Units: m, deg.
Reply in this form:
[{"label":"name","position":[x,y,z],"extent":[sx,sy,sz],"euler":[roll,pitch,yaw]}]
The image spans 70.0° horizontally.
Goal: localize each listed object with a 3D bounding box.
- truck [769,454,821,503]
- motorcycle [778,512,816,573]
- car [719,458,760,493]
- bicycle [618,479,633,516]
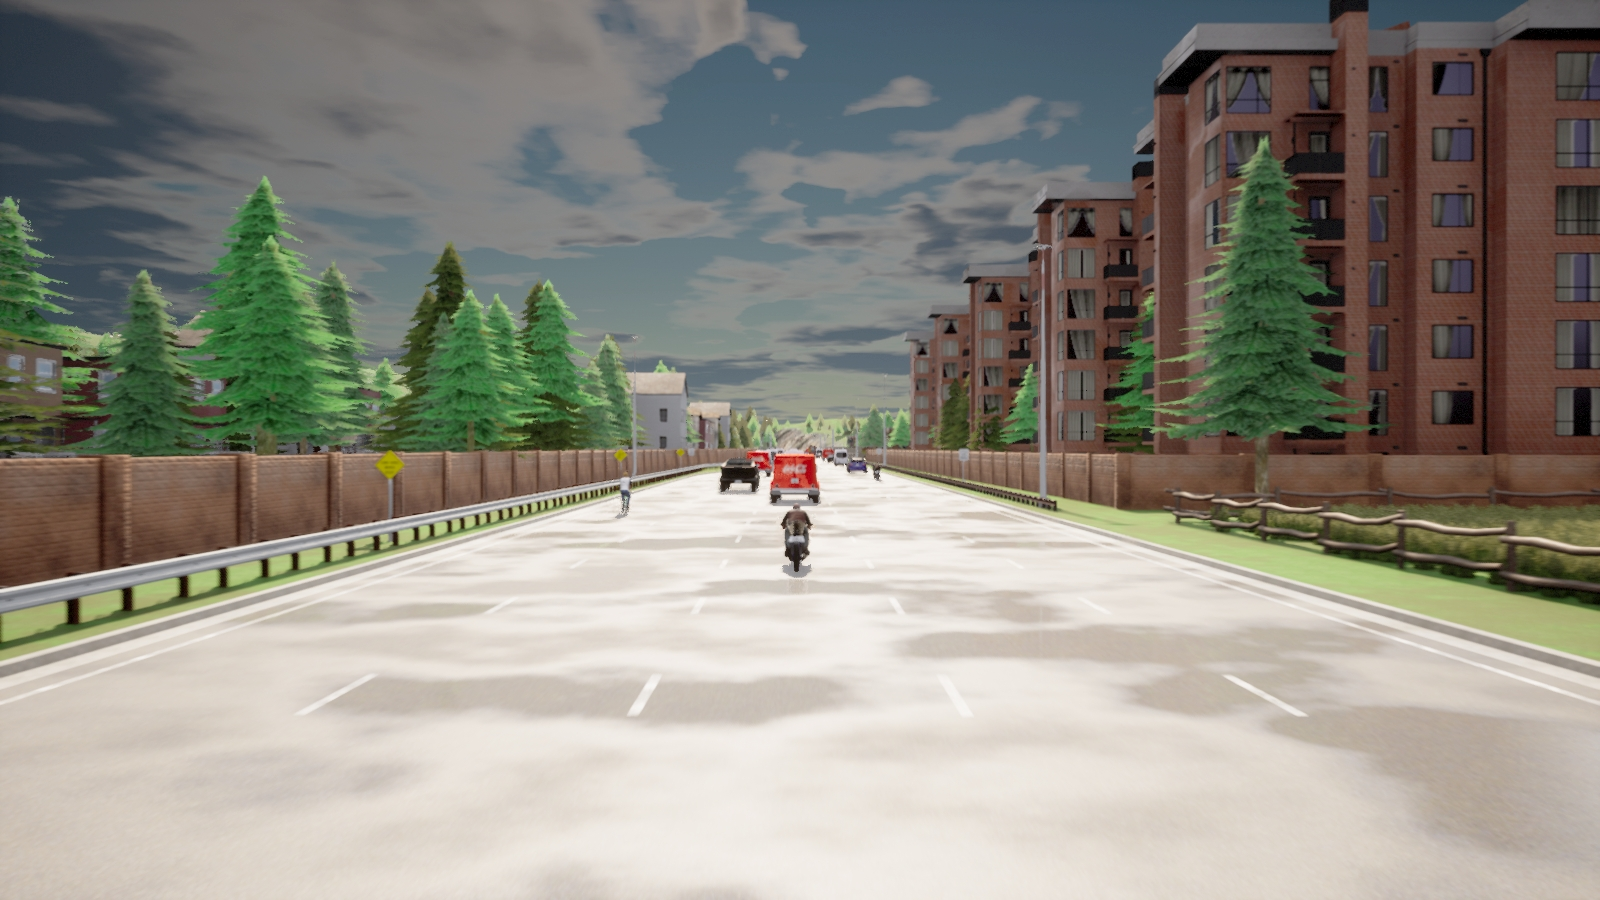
[{"label":"truck","position":[-0.272,1.439,60.012],"extent":[2.627,2.467,5.204],"euler":[0,0,0]},{"label":"motorcycle","position":[-0.080,2.145,26.901],"extent":[0.867,1.251,2.209],"euler":[0,0,0]},{"label":"car","position":[-3.851,1.596,73.870],"extent":[2.390,2.098,6.274],"euler":[0,0,0]},{"label":"bicycle","position":[-7.209,1.954,47.322],"extent":[0.373,1.496,1.643],"euler":[0,0,0]}]
